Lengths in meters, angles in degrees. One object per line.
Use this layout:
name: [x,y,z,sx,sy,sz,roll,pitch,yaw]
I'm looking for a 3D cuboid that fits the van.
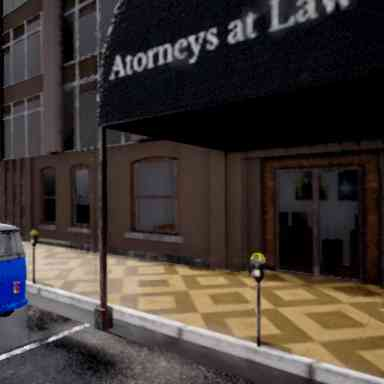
van: [-4.798,1.416,6.296,3.998,1.788,1.690,-1,0,36]
